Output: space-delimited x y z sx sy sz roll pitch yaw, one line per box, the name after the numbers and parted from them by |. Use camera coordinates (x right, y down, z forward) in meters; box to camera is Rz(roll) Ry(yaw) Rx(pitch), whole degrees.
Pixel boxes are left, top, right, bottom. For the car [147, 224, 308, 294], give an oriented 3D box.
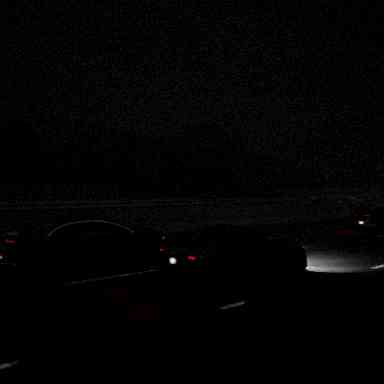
1.186 1.571 8.892 4.181 1.385 1.994 0 0 -36 | car

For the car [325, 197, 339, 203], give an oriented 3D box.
29.052 1.689 69.007 2.128 1.511 4.902 1 1 38 | car

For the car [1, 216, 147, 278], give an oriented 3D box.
-3.030 1.495 10.184 4.902 1.511 2.128 0 0 -36 | car

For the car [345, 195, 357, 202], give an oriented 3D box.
38.943 1.580 81.372 1.812 1.442 4.674 1 1 39 | car

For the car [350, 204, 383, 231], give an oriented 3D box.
11.833 1.530 20.789 4.892 1.490 1.837 0 0 -36 | car
